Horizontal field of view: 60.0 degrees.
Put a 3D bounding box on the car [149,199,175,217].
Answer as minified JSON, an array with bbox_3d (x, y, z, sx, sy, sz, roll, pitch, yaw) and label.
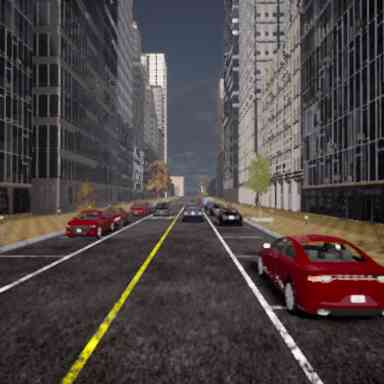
[{"bbox_3d":[-3.112,1.821,35.855,1.837,1.490,4.892,0,-1,0],"label":"car"}]

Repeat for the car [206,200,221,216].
[{"bbox_3d":[2.676,1.883,36.080,1.947,1.339,4.313,0,0,0],"label":"car"}]

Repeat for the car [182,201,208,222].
[{"bbox_3d":[0.085,1.808,29.512,2.033,1.411,5.357,0,-1,0],"label":"car"}]

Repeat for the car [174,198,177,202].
[{"bbox_3d":[-3.037,1.926,78.408,1.994,1.385,4.181,0,0,0],"label":"car"}]

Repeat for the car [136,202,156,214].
[{"bbox_3d":[-5.708,1.930,41.776,1.947,1.339,4.313,0,0,0],"label":"car"}]

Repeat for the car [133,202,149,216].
[{"bbox_3d":[-5.705,1.862,36.084,1.887,1.381,4.507,0,0,0],"label":"car"}]

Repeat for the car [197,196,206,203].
[{"bbox_3d":[2.650,2.071,93.003,2.192,1.841,5.009,0,0,0],"label":"car"}]

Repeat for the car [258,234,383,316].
[{"bbox_3d":[2.689,1.616,7.620,1.887,1.381,4.507,0,-1,0],"label":"car"}]

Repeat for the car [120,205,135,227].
[{"bbox_3d":[-5.700,1.803,24.700,1.802,1.307,4.206,0,0,0],"label":"car"}]

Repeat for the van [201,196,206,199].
[{"bbox_3d":[2.668,1.798,53.159,1.690,1.788,3.998,0,0,0],"label":"van"}]

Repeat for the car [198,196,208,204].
[{"bbox_3d":[2.656,1.988,81.618,2.192,1.841,5.009,0,0,0],"label":"car"}]

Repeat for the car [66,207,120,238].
[{"bbox_3d":[-5.697,1.716,19.006,1.887,1.381,4.507,0,0,0],"label":"car"}]

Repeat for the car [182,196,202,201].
[{"bbox_3d":[0.016,1.832,46.224,2.033,1.649,4.856,0,0,1],"label":"car"}]

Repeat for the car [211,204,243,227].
[{"bbox_3d":[2.681,1.786,24.696,1.947,1.339,4.313,0,0,0],"label":"car"}]

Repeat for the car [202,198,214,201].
[{"bbox_3d":[2.671,1.977,47.464,1.947,1.339,4.313,0,0,0],"label":"car"}]
